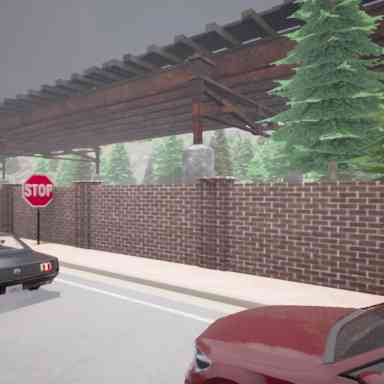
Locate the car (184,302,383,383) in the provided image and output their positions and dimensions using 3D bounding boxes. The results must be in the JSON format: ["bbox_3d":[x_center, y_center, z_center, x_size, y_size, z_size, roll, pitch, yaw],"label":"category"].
[{"bbox_3d":[2.109,1.526,2.450,4.674,1.442,1.812,0,0,36],"label":"car"}]

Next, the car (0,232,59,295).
[{"bbox_3d":[-5.243,1.601,7.790,4.718,1.301,1.895,0,0,36],"label":"car"}]
